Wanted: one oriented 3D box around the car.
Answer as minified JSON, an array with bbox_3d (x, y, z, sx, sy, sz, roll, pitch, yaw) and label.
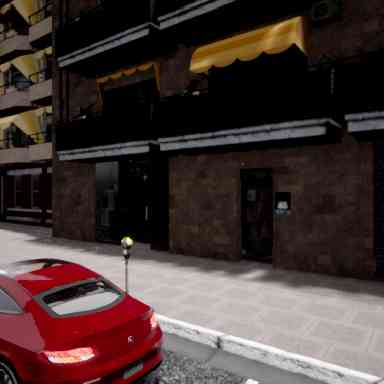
[{"bbox_3d":[-2.267,1.583,4.491,4.206,1.307,1.802,0,0,35],"label":"car"}]
